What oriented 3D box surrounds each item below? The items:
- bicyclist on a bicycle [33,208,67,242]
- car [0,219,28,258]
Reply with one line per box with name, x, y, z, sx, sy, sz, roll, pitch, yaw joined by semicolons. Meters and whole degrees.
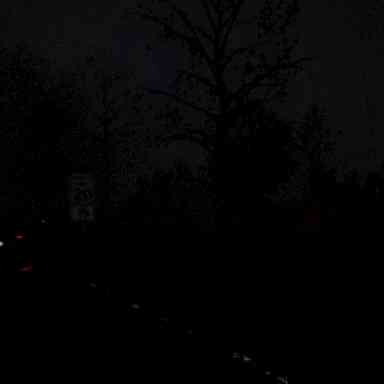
bicyclist on a bicycle;-7.063;1.628;16.599;1.656;1.620;0.582;0;-1;-40
car;-7.682;1.723;12.585;1.994;1.385;4.181;-1;0;-40
